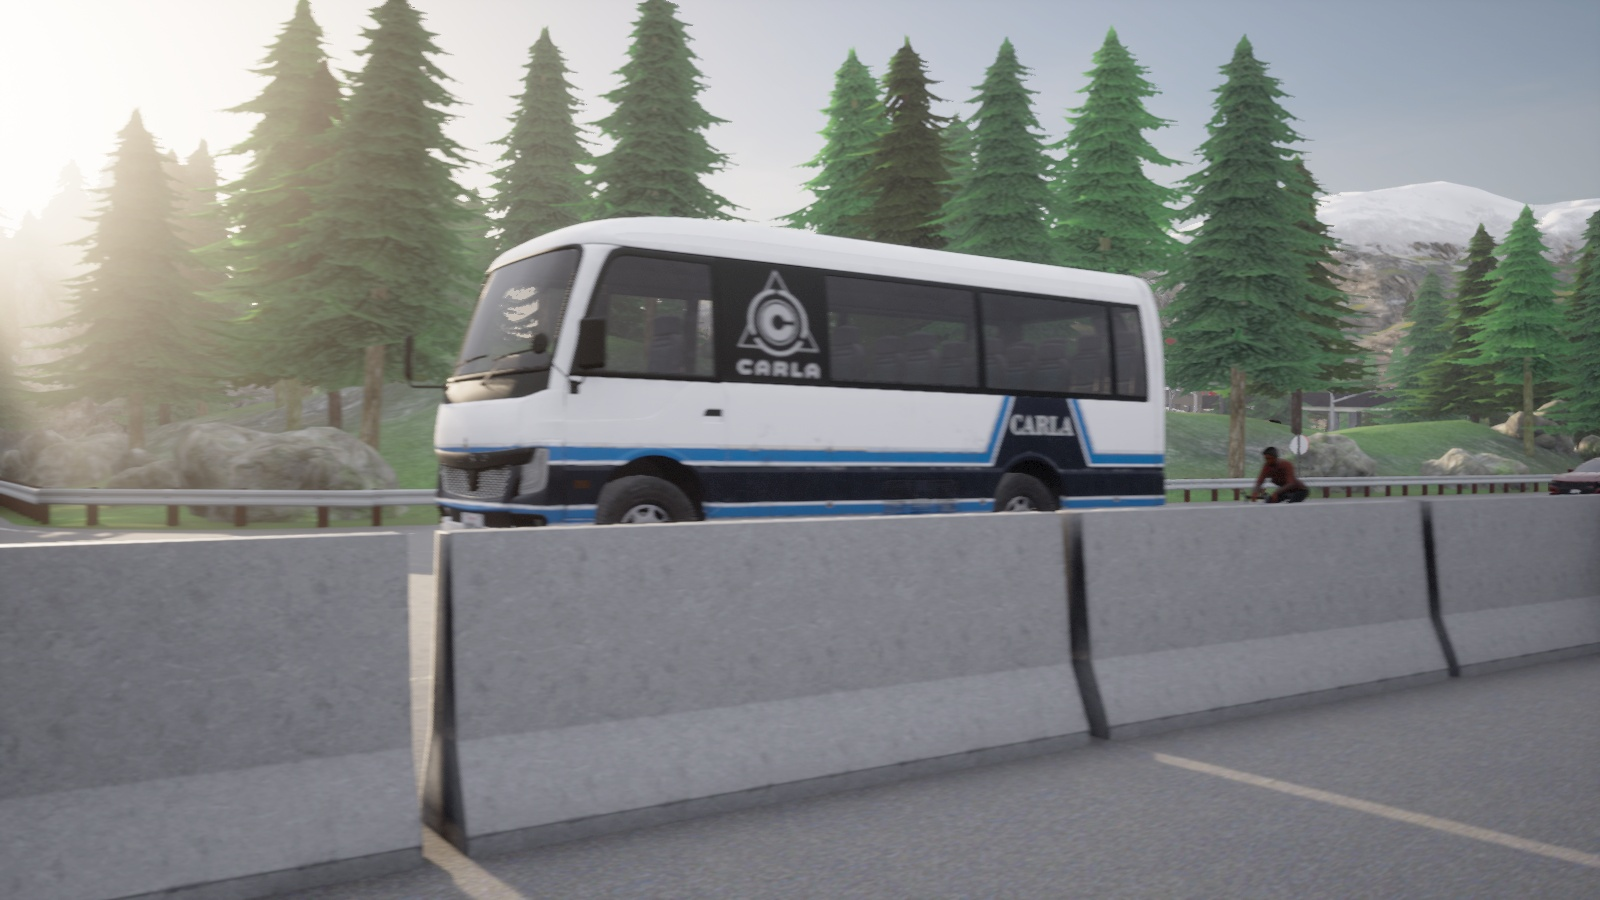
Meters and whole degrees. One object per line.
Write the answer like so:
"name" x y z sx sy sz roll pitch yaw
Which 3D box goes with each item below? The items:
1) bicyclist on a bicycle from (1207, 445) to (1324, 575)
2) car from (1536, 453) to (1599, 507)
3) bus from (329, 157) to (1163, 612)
"bicyclist on a bicycle" 6.099 0.754 16.427 1.656 1.620 0.582 0 0 -35
"car" 24.159 0.846 37.431 5.008 1.535 1.882 0 0 -35
"bus" -0.256 -0.573 16.277 10.273 4.253 3.944 0 0 -35
